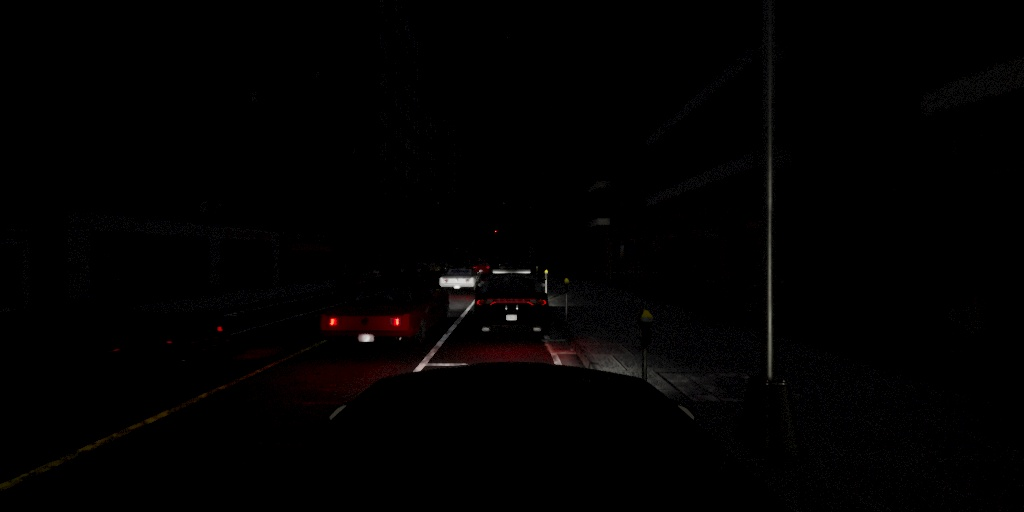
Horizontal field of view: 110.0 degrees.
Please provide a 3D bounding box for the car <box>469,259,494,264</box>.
[{"bbox_3d":[-3.021,1.276,36.944,1.812,1.442,4.674,0,0,0],"label":"car"}]

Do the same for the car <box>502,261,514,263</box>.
[{"bbox_3d":[-0.383,1.300,25.913,2.007,1.370,4.403,0,0,0],"label":"car"}]

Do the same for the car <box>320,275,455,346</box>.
[{"bbox_3d":[-2.919,1.351,9.422,1.895,1.301,4.718,0,0,0],"label":"car"}]

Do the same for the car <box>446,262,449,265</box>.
[{"bbox_3d":[-8.408,1.300,42.461,2.007,1.370,4.403,0,0,0],"label":"car"}]

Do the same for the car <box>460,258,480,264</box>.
[{"bbox_3d":[-5.770,1.304,46.206,2.033,1.411,5.357,0,0,0],"label":"car"}]

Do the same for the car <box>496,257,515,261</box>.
[{"bbox_3d":[-0.383,1.190,36.951,1.967,1.591,4.097,0,0,0],"label":"car"}]

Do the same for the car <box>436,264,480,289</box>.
[{"bbox_3d":[-2.921,1.351,21.300,1.895,1.301,4.718,0,0,0],"label":"car"}]

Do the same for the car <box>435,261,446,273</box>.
[{"bbox_3d":[-8.408,1.275,36.773,1.751,1.417,4.829,0,0,0],"label":"car"}]

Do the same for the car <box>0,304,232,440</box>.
[{"bbox_3d":[-5.871,1.297,3.906,2.033,1.411,5.357,0,0,0],"label":"car"}]

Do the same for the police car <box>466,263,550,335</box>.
[{"bbox_3d":[-0.012,1.175,10.610,1.930,1.638,5.238,0,0,0],"label":"police car"}]

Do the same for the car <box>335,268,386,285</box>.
[{"bbox_3d":[-8.408,1.332,20.388,1.802,1.307,4.207,0,0,0],"label":"car"}]

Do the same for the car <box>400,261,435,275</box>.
[{"bbox_3d":[-8.408,1.190,31.425,1.967,1.591,4.097,0,0,0],"label":"car"}]
